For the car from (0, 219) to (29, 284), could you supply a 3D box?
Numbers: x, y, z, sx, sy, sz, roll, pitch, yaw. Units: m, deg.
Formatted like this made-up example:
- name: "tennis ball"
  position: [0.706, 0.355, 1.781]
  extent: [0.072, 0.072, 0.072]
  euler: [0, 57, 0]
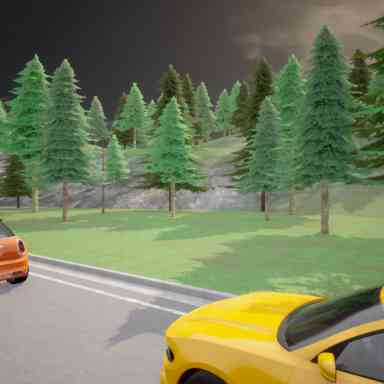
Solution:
- name: "car"
  position: [-6.136, 1.352, 8.342]
  extent: [4.553, 1.767, 2.097]
  euler: [0, 0, 35]

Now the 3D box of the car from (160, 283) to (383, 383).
- name: "car"
  position: [1.990, 1.478, 2.571]
  extent: [5.008, 1.535, 1.882]
  euler: [0, 0, 35]
